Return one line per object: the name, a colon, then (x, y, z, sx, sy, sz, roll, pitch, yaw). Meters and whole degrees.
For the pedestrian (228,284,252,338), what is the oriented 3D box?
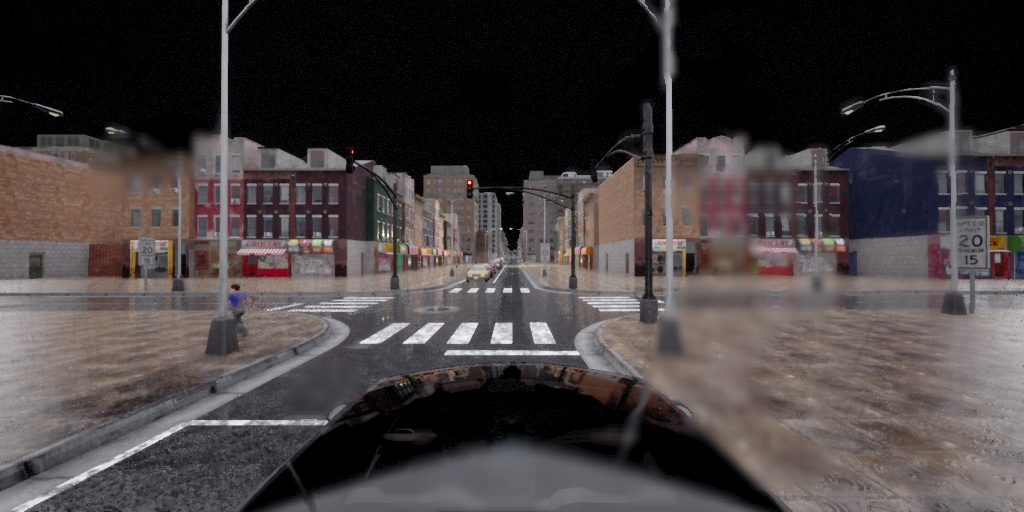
pedestrian: (-6.148, 1.170, 8.078, 0.375, 1.300, 0.375, 0, 0, 0)

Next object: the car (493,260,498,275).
car: (-2.638, 1.320, 34.486, 1.888, 1.381, 4.507, 0, 0, 0)

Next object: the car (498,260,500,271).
car: (-2.639, 1.367, 40.091, 1.802, 1.307, 4.207, 0, 0, 0)

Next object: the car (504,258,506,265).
car: (-2.641, 1.154, 62.512, 2.192, 1.841, 5.009, 0, 0, 0)

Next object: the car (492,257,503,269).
car: (-2.640, 1.249, 51.302, 1.967, 1.591, 4.097, 0, 0, 0)

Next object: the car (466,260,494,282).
car: (-2.638, 1.292, 28.712, 1.751, 1.417, 4.829, 0, 0, 0)
